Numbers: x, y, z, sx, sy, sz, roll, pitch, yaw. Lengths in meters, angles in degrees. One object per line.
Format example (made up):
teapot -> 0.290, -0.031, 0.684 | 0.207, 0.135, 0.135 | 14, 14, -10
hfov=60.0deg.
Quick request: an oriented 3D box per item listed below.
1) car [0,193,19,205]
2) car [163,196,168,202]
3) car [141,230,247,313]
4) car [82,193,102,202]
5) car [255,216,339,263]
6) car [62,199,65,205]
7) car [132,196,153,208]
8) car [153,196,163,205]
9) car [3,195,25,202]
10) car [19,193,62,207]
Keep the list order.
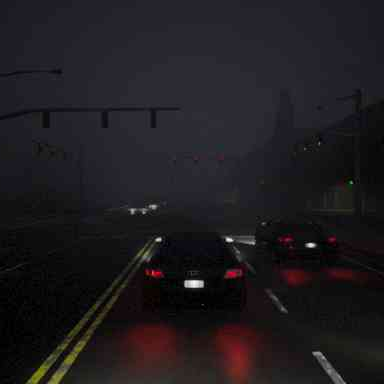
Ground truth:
car -> -39.101, 1.153, 69.941 | 4.605, 1.855, 1.932 | 0, 0, 0
car -> -6.640, 1.520, 74.412 | 1.812, 1.442, 4.674 | 0, 0, 1
car -> 0.043, 1.564, 7.773 | 1.994, 1.385, 4.181 | 0, 0, 0
car -> -21.581, 1.156, 69.986 | 3.866, 1.878, 1.905 | 0, 0, 0
car -> 3.544, 1.564, 11.953 | 1.994, 1.385, 4.181 | 0, 0, 0
car -> -21.516, 1.156, 50.363 | 3.866, 1.878, 1.905 | 0, 0, 0
car -> -7.316, 1.477, 47.806 | 1.882, 1.535, 5.008 | 0, 0, 1
car -> -7.079, 1.491, 59.337 | 2.128, 1.511, 4.902 | 0, 0, 2
car -> -39.041, 1.363, 72.838 | 3.905, 1.438, 1.784 | 0, 0, 0
car -> -21.566, 1.153, 47.469 | 4.605, 1.855, 1.932 | 0, 0, 0
